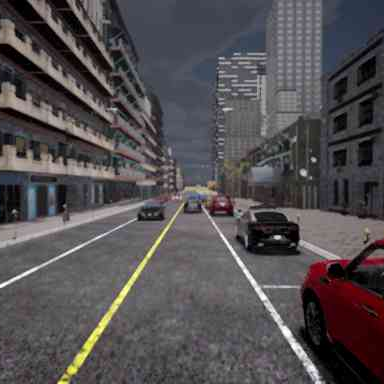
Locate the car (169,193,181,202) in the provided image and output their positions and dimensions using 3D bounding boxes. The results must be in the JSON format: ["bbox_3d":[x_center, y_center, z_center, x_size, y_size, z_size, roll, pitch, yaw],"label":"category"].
[{"bbox_3d":[-2.988,1.094,67.782,2.097,1.767,4.553,0,0,0],"label":"car"}]

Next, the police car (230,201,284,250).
[{"bbox_3d":[3.003,1.370,14.248,1.930,1.638,5.238,0,0,0],"label":"police car"}]

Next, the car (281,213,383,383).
[{"bbox_3d":[2.640,1.303,3.073,2.192,1.841,5.009,-1,0,0],"label":"car"}]

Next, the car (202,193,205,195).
[{"bbox_3d":[2.691,1.317,64.452,1.802,1.307,4.206,-1,0,0],"label":"car"}]

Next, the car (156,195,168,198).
[{"bbox_3d":[-5.690,1.342,58.828,1.802,1.307,4.206,-1,0,0],"label":"car"}]

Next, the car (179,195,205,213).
[{"bbox_3d":[0.077,1.354,34.981,2.128,1.511,4.902,0,0,0],"label":"car"}]

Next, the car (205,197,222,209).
[{"bbox_3d":[2.676,1.357,42.302,1.752,1.417,4.829,-1,0,0],"label":"car"}]

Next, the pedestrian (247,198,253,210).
[{"bbox_3d":[3.004,1.227,17.240,0.375,1.860,0.375,-1,1,0],"label":"pedestrian"}]

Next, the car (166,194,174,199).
[{"bbox_3d":[-5.684,1.213,86.729,1.802,1.307,4.206,-1,0,0],"label":"car"}]

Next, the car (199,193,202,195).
[{"bbox_3d":[0.041,1.288,47.218,1.882,1.535,5.008,0,0,1],"label":"car"}]

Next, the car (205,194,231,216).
[{"bbox_3d":[2.646,1.193,30.972,2.192,1.841,5.009,-1,0,0],"label":"car"}]

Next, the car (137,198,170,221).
[{"bbox_3d":[-3.092,1.461,26.263,1.994,1.385,4.181,0,0,0],"label":"car"}]
